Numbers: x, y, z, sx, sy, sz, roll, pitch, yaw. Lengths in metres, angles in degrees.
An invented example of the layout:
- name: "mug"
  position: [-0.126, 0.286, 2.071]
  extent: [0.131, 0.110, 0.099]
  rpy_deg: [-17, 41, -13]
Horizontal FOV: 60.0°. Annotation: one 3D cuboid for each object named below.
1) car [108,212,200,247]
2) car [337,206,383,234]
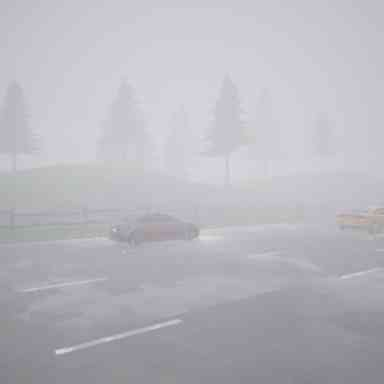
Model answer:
- name: "car"
  position: [-1.693, 1.608, 15.436]
  extent: [4.181, 1.385, 1.994]
  rpy_deg: [0, 0, -35]
- name: "car"
  position: [10.902, 1.600, 20.220]
  extent: [5.008, 1.535, 1.882]
  rpy_deg: [1, 0, -35]
